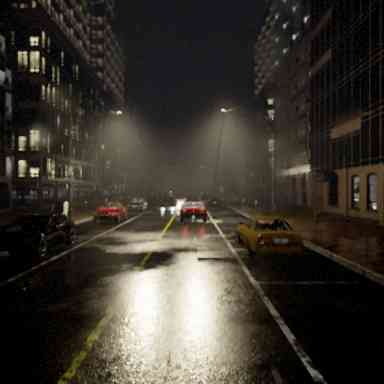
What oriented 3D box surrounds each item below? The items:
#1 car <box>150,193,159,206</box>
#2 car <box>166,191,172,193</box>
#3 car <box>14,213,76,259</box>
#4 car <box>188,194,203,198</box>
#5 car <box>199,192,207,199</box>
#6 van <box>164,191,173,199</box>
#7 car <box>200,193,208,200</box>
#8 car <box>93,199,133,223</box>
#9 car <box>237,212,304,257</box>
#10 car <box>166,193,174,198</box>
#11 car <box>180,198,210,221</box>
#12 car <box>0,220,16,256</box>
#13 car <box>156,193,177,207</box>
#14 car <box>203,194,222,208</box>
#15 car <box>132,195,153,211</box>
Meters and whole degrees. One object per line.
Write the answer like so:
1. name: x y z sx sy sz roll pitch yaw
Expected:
1. car: -5.685 1.170 46.375 1.887 1.381 4.507 0 0 0
2. car: -5.683 0.823 74.834 1.967 1.590 4.097 0 0 0
3. car: -5.687 1.470 12.223 1.947 1.339 4.313 0 0 0
4. car: 0.102 1.227 41.937 1.994 1.385 4.181 0 0 0
5. car: 2.698 0.857 80.682 1.752 1.417 4.829 0 1 0
6. van: -5.682 0.674 80.526 1.690 1.788 3.998 0 1 0
7. car: 2.697 0.965 74.820 1.802 1.307 4.206 0 1 0
8. car: -5.686 1.395 23.606 1.802 1.307 4.206 0 0 0
9. car: 2.694 1.428 12.379 1.752 1.417 4.829 0 0 0
10. car: -5.683 0.849 86.220 1.947 1.339 4.313 0 1 0
11. car: 0.101 1.403 24.927 1.895 1.301 4.718 0 0 0
12. car: -5.687 1.499 6.531 2.008 1.369 4.403 0 0 0
13. car: -3.026 1.220 42.756 1.994 1.385 4.181 0 0 0
14. car: 2.695 1.239 40.670 1.947 1.339 4.313 0 0 0
15. car: -5.686 1.271 34.991 2.008 1.369 4.403 0 0 0
